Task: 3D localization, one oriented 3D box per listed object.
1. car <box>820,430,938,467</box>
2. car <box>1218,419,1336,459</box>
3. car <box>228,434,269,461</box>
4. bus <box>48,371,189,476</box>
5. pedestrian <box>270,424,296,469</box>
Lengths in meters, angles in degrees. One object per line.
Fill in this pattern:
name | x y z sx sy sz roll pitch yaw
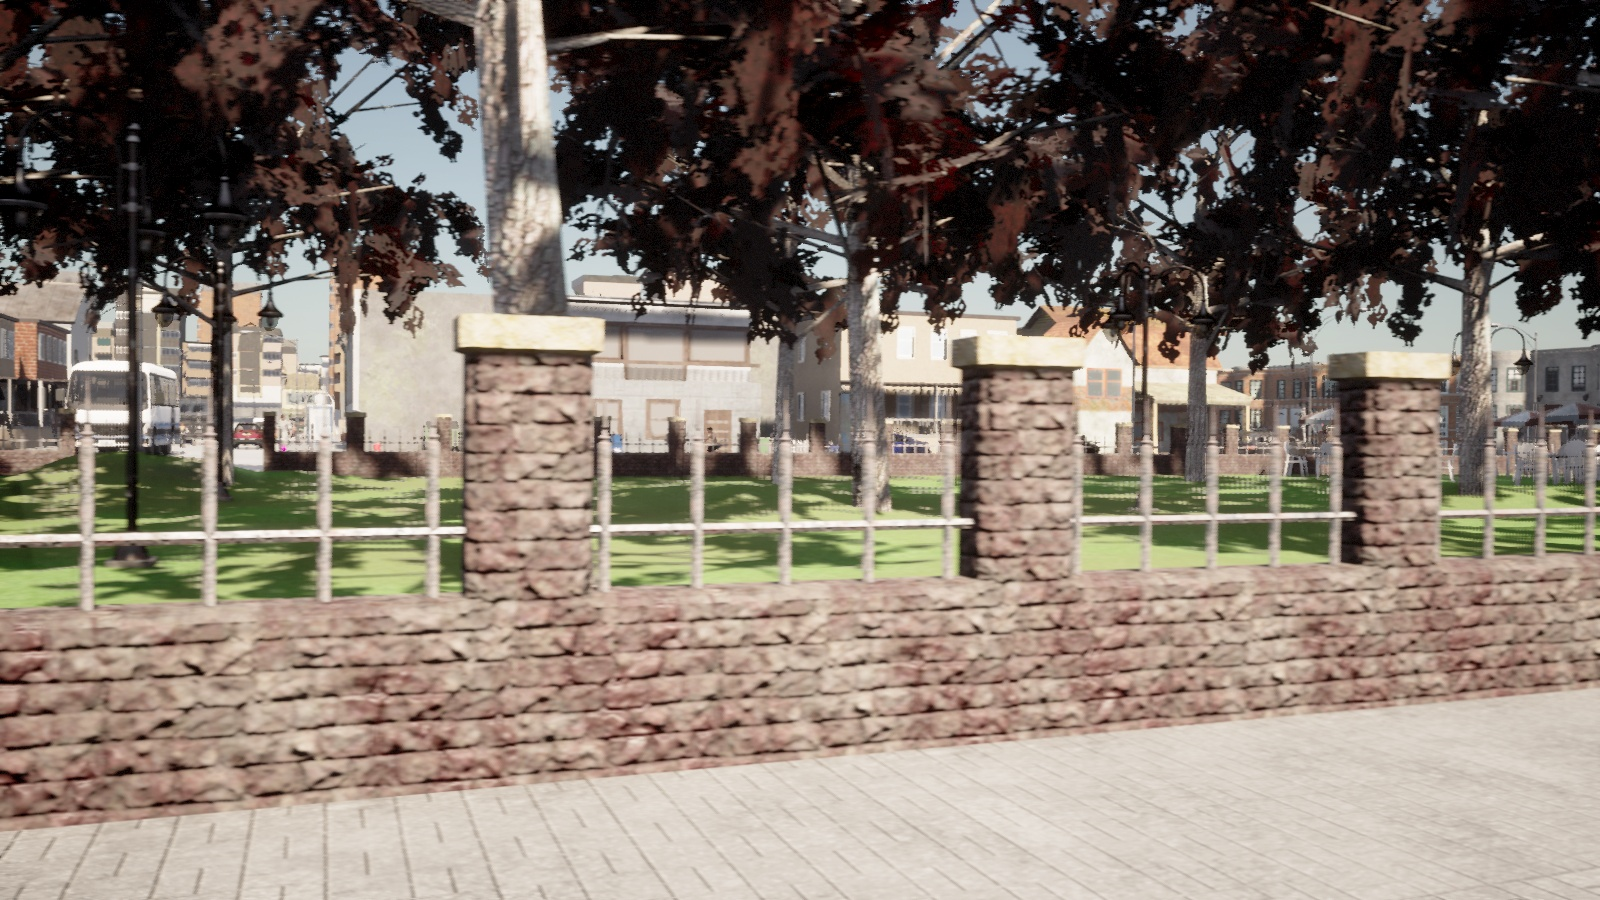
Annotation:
car | 3.360 -0.084 53.507 4.674 1.442 1.812 -1 1 -21
car | 21.266 -0.501 56.020 4.611 1.667 2.242 -1 1 -21
car | -34.425 -0.177 78.492 2.033 1.649 4.856 -1 1 -21
bus | -30.446 -1.172 56.671 3.944 4.253 10.273 -1 1 -19
pedestrian | -22.870 -0.149 55.564 0.659 1.952 0.873 0 1 9
